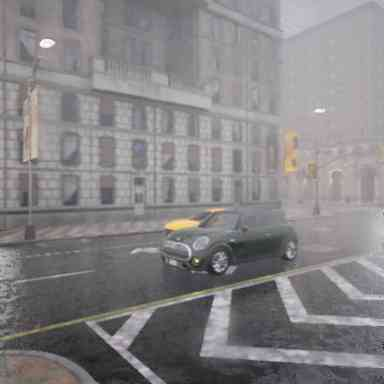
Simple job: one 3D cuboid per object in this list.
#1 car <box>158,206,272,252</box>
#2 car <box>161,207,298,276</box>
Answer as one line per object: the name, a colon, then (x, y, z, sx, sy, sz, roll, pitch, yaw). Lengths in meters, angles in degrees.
car: (1.130, 1.477, 14.754, 5.008, 1.535, 1.882, 0, 0, -36)
car: (1.282, 1.350, 10.525, 4.553, 1.767, 2.097, 0, 0, -36)
